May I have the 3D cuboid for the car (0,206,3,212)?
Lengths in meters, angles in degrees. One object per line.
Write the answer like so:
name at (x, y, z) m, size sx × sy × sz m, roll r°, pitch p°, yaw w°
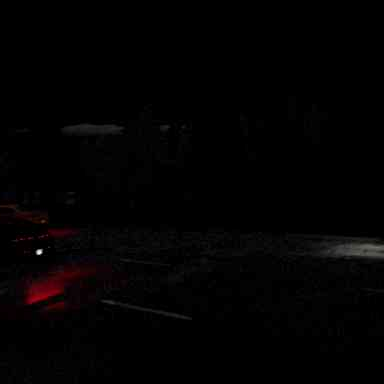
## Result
car at (-12.144, 1.537, 15.988) m, size 4.902 × 1.511 × 2.128 m, roll 0°, pitch 0°, yaw 12°

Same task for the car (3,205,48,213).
car at (-10.796, 1.506, 19.279) m, size 5.008 × 1.535 × 1.882 m, roll 0°, pitch 0°, yaw 13°

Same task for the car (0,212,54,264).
car at (-6.757, 1.525, 10.624) m, size 4.892 × 1.490 × 1.837 m, roll 0°, pitch 0°, yaw 20°
